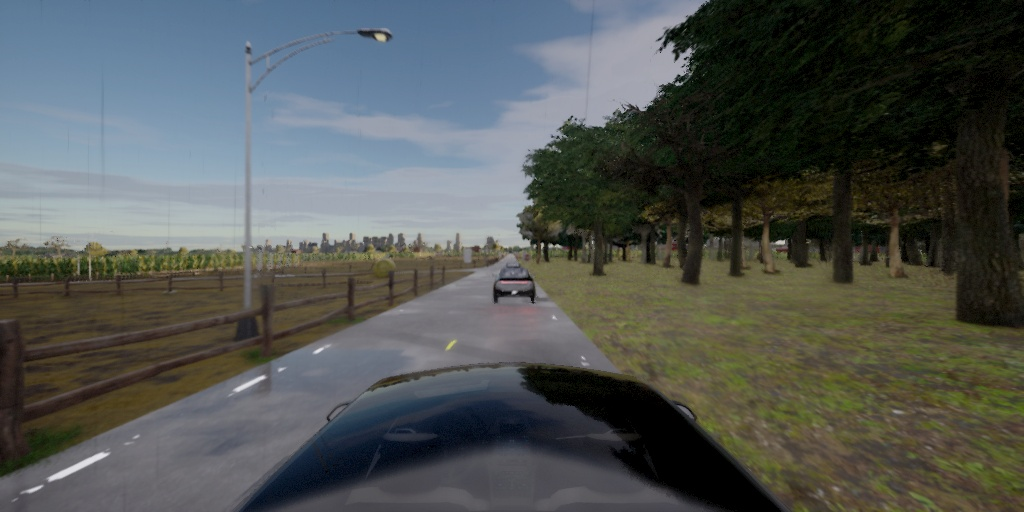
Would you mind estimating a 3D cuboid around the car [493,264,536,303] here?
[{"bbox_3d":[0.101,1.297,17.093,2.128,1.511,4.902,0,0,0],"label":"car"}]

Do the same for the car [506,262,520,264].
[{"bbox_3d":[0.103,1.337,34.055,2.128,1.511,4.902,0,0,0],"label":"car"}]
